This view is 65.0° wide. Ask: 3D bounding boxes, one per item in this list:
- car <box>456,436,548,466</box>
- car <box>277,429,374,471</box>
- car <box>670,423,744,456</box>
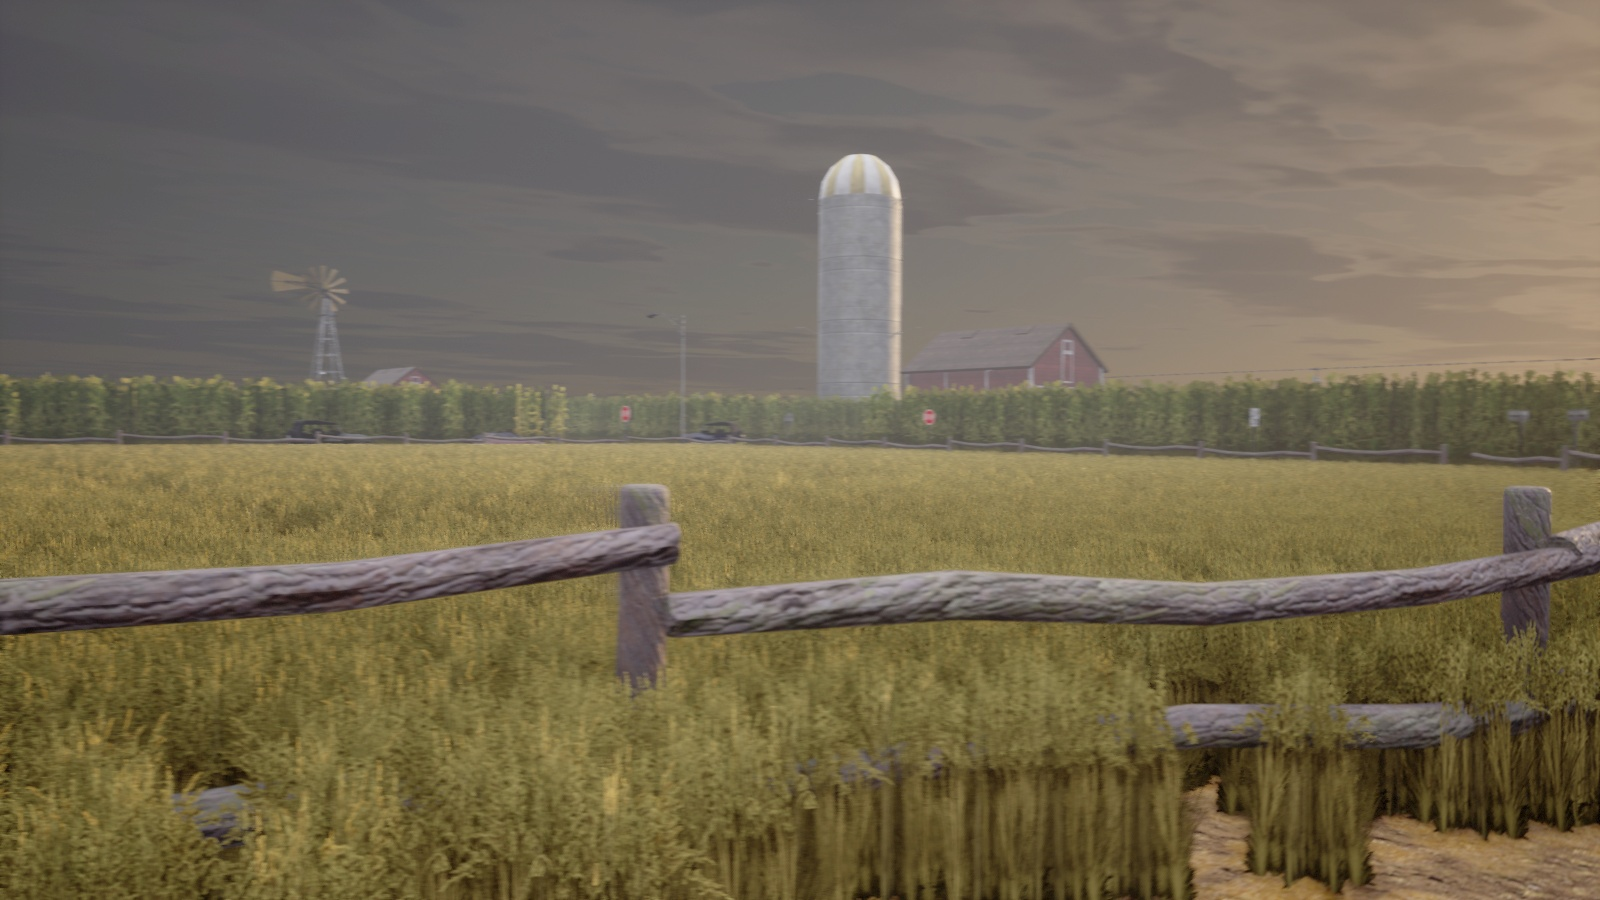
[{"bbox_3d":[-15.404,0.039,64.984,4.181,1.385,1.994,-2,1,-38],"label":"car"},{"bbox_3d":[-22.432,-0.006,59.433,3.866,1.878,1.905,-2,1,-38],"label":"car"},{"bbox_3d":[-5.379,-0.603,72.908,3.866,1.878,1.905,-1,1,16],"label":"car"}]
